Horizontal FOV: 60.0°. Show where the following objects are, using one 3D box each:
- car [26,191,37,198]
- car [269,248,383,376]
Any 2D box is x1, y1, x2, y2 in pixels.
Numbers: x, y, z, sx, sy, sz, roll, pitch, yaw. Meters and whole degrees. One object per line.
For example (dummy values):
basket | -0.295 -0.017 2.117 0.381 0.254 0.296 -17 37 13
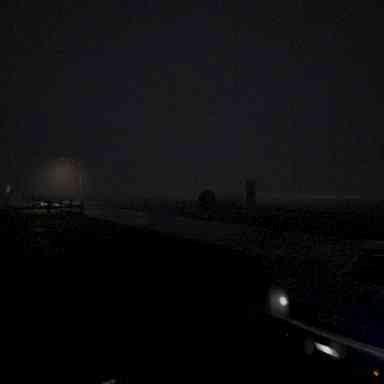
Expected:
car | -38.250 0.608 79.277 1.837 1.490 4.892 0 1 -35
car | 3.466 1.671 5.419 4.718 1.301 1.895 1 0 -35
